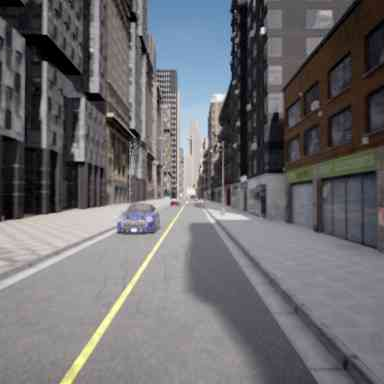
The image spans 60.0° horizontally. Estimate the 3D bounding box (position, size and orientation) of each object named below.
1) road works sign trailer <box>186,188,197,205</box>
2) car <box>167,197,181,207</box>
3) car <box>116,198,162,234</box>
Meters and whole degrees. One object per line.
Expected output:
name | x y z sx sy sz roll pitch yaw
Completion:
road works sign trailer | -0.005 0.930 72.328 2.380 3.560 2.880 0 0 0
car | -3.042 1.986 60.572 1.895 1.301 4.718 0 0 1
car | -3.104 1.471 20.060 2.097 1.767 4.553 0 0 0
